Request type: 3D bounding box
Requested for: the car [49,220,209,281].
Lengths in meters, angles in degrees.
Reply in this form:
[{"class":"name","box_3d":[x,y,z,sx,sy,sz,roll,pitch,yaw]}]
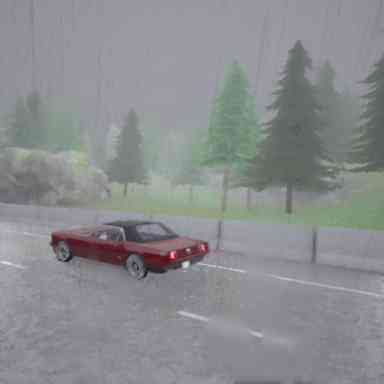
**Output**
[{"class":"car","box_3d":[-1.973,1.453,9.475,4.718,1.301,1.895,2,1,34]}]
